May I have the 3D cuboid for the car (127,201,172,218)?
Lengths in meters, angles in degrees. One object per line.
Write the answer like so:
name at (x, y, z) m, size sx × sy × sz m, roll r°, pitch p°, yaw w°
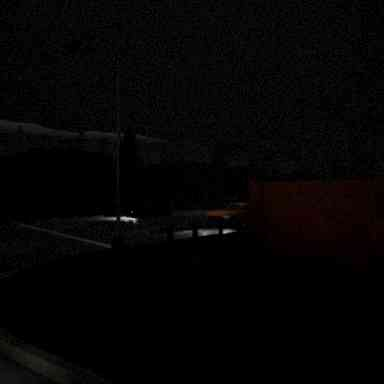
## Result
car at (-3.800, 1.550, 30.369) m, size 4.181 × 1.385 × 1.994 m, roll 0°, pitch 0°, yaw -45°

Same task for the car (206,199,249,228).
car at (3.059, 1.472, 22.383) m, size 5.008 × 1.535 × 1.882 m, roll -1°, pitch 1°, yaw -45°
